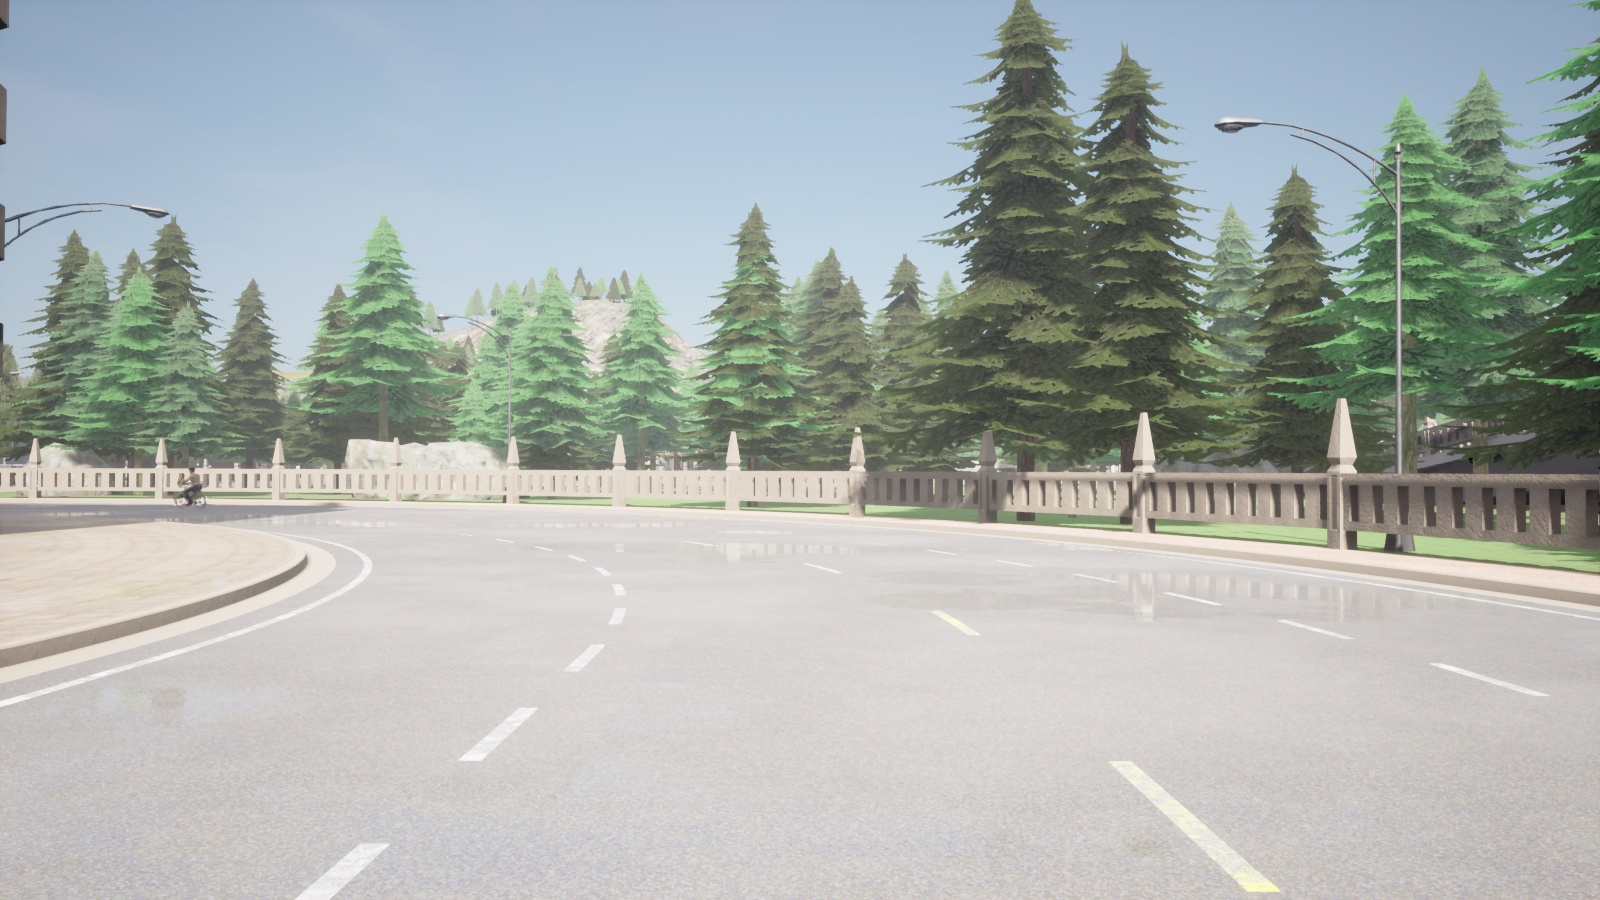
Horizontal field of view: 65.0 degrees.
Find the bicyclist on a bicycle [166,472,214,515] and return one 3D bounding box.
[{"bbox_3d":[-23.384,1.651,48.134,1.509,1.612,0.866,-1,-1,20],"label":"bicyclist on a bicycle"}]
